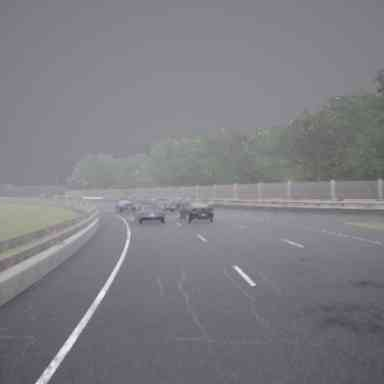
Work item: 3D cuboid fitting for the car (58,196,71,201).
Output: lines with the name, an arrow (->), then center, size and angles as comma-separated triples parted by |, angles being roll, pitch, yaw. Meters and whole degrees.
car -> -30.924, 1.658, 77.883 | 4.892, 1.490, 1.837 | -1, 0, 42

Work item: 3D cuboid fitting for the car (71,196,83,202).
car -> -28.302, 1.669, 80.258 | 5.357, 1.411, 2.033 | -1, 0, 45

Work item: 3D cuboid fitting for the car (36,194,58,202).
car -> -33.324, 1.414, 75.332 | 5.566, 2.045, 2.150 | -1, 0, 42

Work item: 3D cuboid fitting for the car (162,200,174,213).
car -> -3.464, 1.563, 37.341 | 2.033, 1.411, 5.357 | -1, 0, -23

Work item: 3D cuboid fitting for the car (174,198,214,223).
car -> 0.217, 1.459, 25.907 | 1.882, 1.535, 5.008 | -1, 0, -14

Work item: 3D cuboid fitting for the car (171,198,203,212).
car -> -0.696, 1.475, 39.814 | 2.128, 1.511, 4.902 | -1, 0, -22

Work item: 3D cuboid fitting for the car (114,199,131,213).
car -> -7.781, 1.589, 38.681 | 1.812, 1.442, 4.674 | -1, 0, -22

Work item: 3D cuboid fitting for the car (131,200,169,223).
car -> -3.326, 1.585, 25.624 | 1.994, 1.385, 4.181 | -1, 0, -15
